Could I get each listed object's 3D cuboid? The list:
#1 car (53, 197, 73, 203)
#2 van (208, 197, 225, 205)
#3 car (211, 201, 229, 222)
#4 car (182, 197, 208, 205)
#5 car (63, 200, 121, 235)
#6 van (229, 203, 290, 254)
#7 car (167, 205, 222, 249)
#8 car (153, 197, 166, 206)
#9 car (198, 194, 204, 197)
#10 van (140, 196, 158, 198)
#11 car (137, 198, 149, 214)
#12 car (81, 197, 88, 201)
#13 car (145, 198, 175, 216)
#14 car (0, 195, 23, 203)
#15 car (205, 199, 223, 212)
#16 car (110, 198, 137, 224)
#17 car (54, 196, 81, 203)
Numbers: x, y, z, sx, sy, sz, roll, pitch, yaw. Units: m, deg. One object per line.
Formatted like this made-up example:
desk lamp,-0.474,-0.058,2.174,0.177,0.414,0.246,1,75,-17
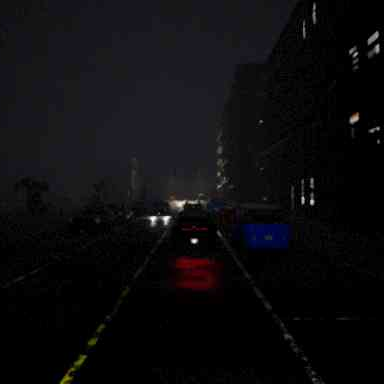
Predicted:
car,-30.684,1.916,79.107,4.206,1.307,1.802,0,-1,1
van,2.702,1.421,36.096,1.690,1.788,3.998,1,0,0
car,2.699,1.604,24.804,1.887,1.381,4.507,1,0,0
car,0.092,1.563,31.373,2.128,1.511,4.902,0,0,0
car,-5.652,1.488,19.125,1.967,1.590,4.097,1,0,0
van,2.703,1.376,13.510,1.690,1.788,3.998,1,0,0
car,0.089,1.545,14.784,1.837,1.490,4.892,0,0,0
car,-5.650,1.658,58.645,1.887,1.381,4.507,1,0,0
car,2.695,1.689,91.166,2.008,1.369,4.403,1,0,0
van,-5.647,1.431,41.708,1.690,1.788,3.998,1,0,0
car,-5.649,1.625,36.062,1.887,1.381,4.507,1,0,0
car,-25.205,1.874,79.033,4.313,1.339,1.947,0,-1,1
car,-3.103,1.624,33.774,2.033,1.411,5.357,0,0,0
car,-42.919,1.707,79.231,5.009,1.841,2.192,0,-1,1
car,2.698,1.655,41.741,1.947,1.339,4.313,1,0,0
car,-5.647,1.500,24.771,1.967,1.590,4.097,1,0,0
car,-26.382,1.618,70.411,4.097,1.590,1.967,0,-1,1
